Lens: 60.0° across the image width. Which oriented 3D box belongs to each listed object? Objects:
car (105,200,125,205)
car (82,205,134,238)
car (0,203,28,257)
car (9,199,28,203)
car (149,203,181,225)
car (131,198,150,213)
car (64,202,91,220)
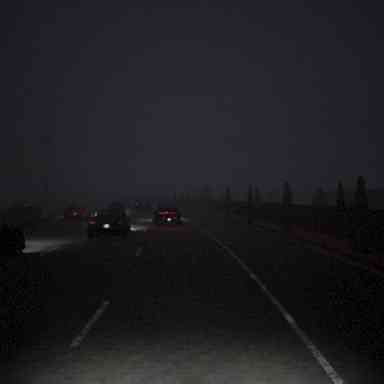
[{"bbox_3d":[-8.266,1.664,35.892,1.837,1.490,4.892,0,0,-17],"label":"car"},{"bbox_3d":[-4.420,1.645,18.211,1.994,1.385,4.181,0,0,-7],"label":"car"},{"bbox_3d":[-7.190,1.399,10.514,2.097,1.767,4.553,0,0,-3],"label":"car"},{"bbox_3d":[-22.101,1.668,42.549,1.882,1.535,5.008,0,0,-24],"label":"car"},{"bbox_3d":[-1.977,1.617,25.106,1.837,1.490,4.892,0,0,-10],"label":"car"},{"bbox_3d":[-6.291,1.533,40.929,2.097,1.767,4.553,0,0,-18],"label":"car"},{"bbox_3d":[-10.053,1.608,29.349,1.882,1.535,5.008,0,0,-13],"label":"car"}]
